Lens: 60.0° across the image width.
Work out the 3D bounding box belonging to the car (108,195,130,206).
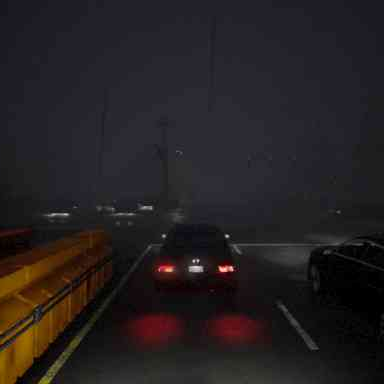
[{"bbox_3d":[-10.516,1.547,49.708,2.033,1.411,5.357,0,0,0],"label":"car"}]

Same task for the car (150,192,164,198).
[{"bbox_3d":[-6.950,1.088,70.177,2.150,2.045,5.566,0,1,0],"label":"car"}]

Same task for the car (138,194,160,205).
[{"bbox_3d":[-7.008,1.492,54.569,2.128,1.511,4.902,0,0,0],"label":"car"}]

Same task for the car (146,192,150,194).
[{"bbox_3d":[-10.494,0.645,81.622,1.882,1.535,5.008,0,4,0],"label":"car"}]

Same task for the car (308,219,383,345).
[{"bbox_3d":[3.577,1.492,5.811,2.128,1.511,4.902,0,0,0],"label":"car"}]

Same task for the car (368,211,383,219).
[{"bbox_3d":[7.114,1.492,8.868,2.128,1.511,4.902,0,0,1],"label":"car"}]

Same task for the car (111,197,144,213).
[{"bbox_3d":[-7.039,1.547,36.691,2.033,1.411,5.357,0,0,0],"label":"car"}]

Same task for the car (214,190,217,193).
[{"bbox_3d":[6.979,0.138,88.563,1.837,1.490,4.892,0,7,0],"label":"car"}]

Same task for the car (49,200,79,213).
[{"bbox_3d":[-14.041,1.564,36.640,1.994,1.385,4.181,0,0,0],"label":"car"}]

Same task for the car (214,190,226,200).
[{"bbox_3d":[7.016,0.997,78.908,1.994,1.385,4.181,0,4,0],"label":"car"}]

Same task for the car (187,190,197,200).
[{"bbox_3d":[0.018,0.970,78.509,1.837,1.490,4.892,0,4,0],"label":"car"}]

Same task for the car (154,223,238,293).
[{"bbox_3d":[0.096,1.547,8.990,2.033,1.411,5.357,0,0,0],"label":"car"}]

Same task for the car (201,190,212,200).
[{"bbox_3d":[3.517,0.821,78.603,2.097,1.767,4.553,0,4,0],"label":"car"}]

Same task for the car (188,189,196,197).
[{"bbox_3d":[-0.021,0.116,88.533,1.882,1.535,5.008,0,7,0],"label":"car"}]

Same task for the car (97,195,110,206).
[{"bbox_3d":[-14.004,1.352,54.556,2.097,1.767,4.553,0,0,0],"label":"car"}]

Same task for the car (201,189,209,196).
[{"bbox_3d":[3.479,0.190,88.555,1.994,1.385,4.181,0,7,0],"label":"car"}]

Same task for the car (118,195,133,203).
[{"bbox_3d":[-13.948,1.414,69.725,2.033,1.411,5.357,0,1,0],"label":"car"}]

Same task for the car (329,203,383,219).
[{"bbox_3d":[13.598,1.547,25.821,5.357,1.411,2.033,0,0,2],"label":"car"}]

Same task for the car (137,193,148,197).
[{"bbox_3d":[-10.460,1.499,66.803,2.033,1.411,5.357,0,1,0],"label":"car"}]
